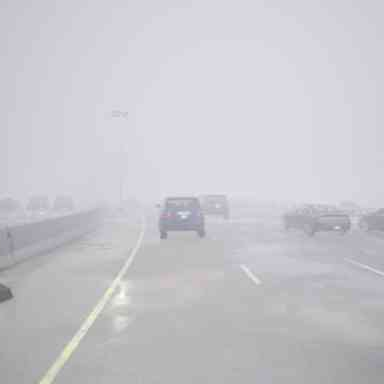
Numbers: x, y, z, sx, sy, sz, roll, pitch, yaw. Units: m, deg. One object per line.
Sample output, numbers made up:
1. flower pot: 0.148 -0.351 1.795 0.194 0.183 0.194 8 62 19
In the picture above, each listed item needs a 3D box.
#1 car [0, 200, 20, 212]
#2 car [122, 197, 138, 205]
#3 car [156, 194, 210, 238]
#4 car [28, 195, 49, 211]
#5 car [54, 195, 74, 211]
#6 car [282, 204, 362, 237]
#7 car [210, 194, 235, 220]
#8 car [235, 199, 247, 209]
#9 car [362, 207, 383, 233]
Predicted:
1. car: -24.097 1.753 43.708 1.882 1.535 5.008 -1 0 -17
2. car: -11.730 1.653 62.778 2.033 1.411 5.357 -1 0 -24
3. car: -0.690 1.217 17.829 2.150 2.045 5.566 0 0 -7
4. car: -21.116 1.456 45.997 2.150 2.045 5.566 -1 0 -17
5. car: -16.843 1.400 43.982 2.150 2.045 5.566 -1 0 -16
6. car: 6.286 1.401 17.433 2.128 1.511 4.902 -1 0 -6
7. car: 1.509 1.185 27.553 2.150 2.045 5.566 0 0 -9
8. car: 5.435 1.503 43.782 1.895 1.301 4.718 -1 0 -15
9. car: 10.018 1.368 15.927 1.837 1.490 4.892 0 0 -5
